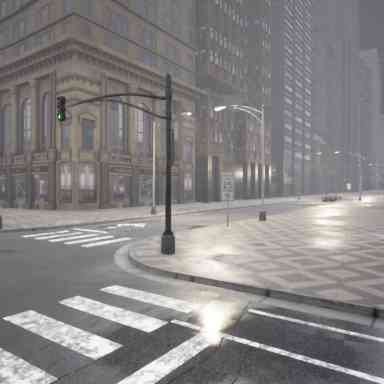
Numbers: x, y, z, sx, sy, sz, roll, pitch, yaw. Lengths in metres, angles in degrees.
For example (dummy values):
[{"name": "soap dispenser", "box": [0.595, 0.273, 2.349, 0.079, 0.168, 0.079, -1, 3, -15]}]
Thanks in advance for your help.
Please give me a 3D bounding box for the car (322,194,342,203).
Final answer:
[{"name": "car", "box": [20.638, 0.885, 48.894, 1.895, 1.301, 4.718, 0, 1, 36]}]
